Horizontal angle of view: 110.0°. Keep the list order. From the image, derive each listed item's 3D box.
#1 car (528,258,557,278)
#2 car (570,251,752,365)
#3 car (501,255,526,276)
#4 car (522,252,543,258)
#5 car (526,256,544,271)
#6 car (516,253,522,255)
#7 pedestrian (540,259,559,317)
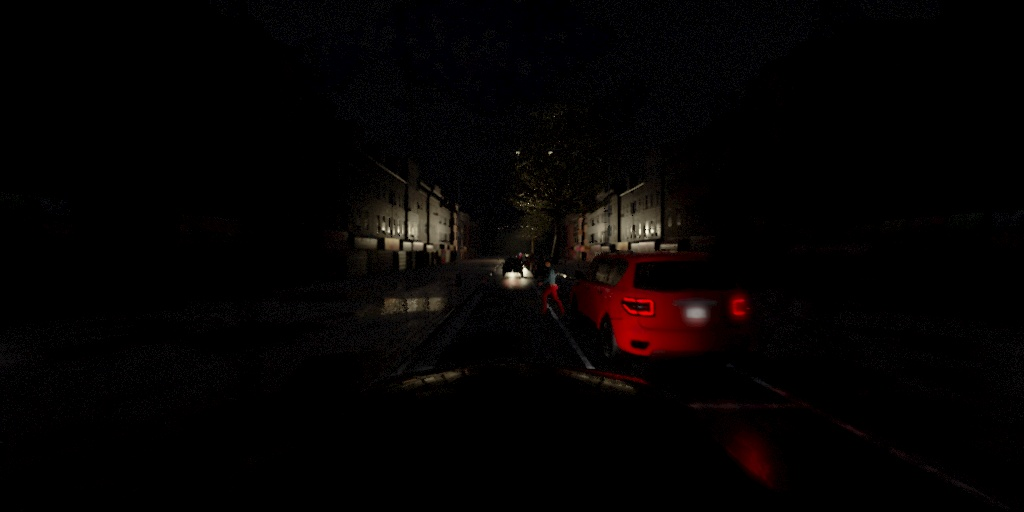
[{"bbox_3d":[2.637,1.049,29.516,1.948,1.339,4.313,0,0,0],"label":"car"},{"bbox_3d":[2.749,0.924,8.030,2.150,2.045,5.566,0,0,0],"label":"car"},{"bbox_3d":[0.075,0.956,32.312,1.837,1.490,4.892,0,1,0],"label":"car"},{"bbox_3d":[2.637,0.669,40.607,2.192,1.841,5.009,0,0,0],"label":"car"},{"bbox_3d":[2.637,0.944,35.232,1.751,1.417,4.829,0,0,0],"label":"car"},{"bbox_3d":[0.069,0.758,48.117,2.128,1.511,4.902,0,1,0],"label":"car"},{"bbox_3d":[1.182,0.964,11.280,0.375,1.860,0.375,0,1,0],"label":"pedestrian"}]
